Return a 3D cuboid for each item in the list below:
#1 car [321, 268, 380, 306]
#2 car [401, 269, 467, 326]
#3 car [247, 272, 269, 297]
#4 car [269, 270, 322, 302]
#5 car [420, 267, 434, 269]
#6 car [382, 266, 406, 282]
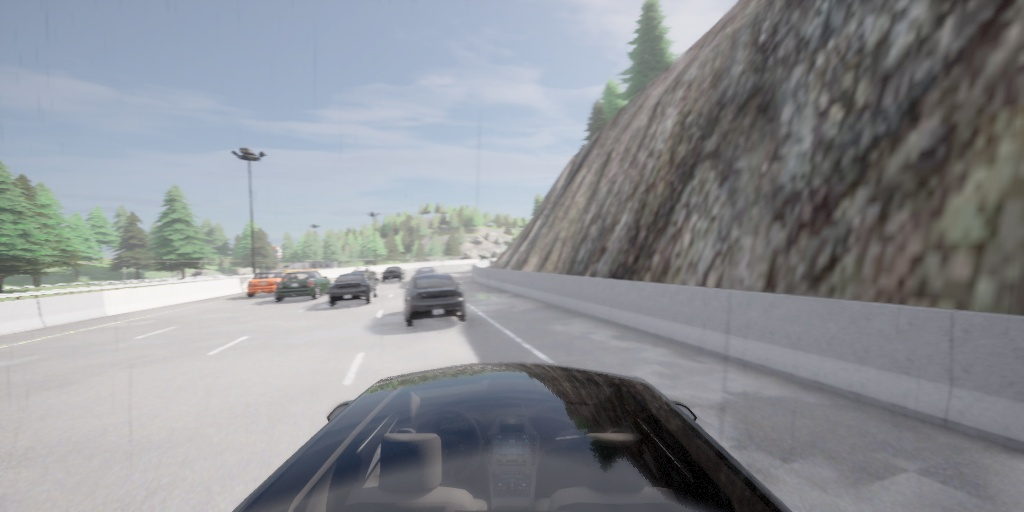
[{"bbox_3d":[-8.094,1.618,18.575,1.837,1.490,4.892,-3,0,-15],"label":"car"},{"bbox_3d":[-2.790,1.375,12.548,1.837,1.490,4.892,-3,0,-16],"label":"car"},{"bbox_3d":[-17.015,1.875,25.877,2.097,1.767,4.553,-3,0,-13],"label":"car"},{"bbox_3d":[-12.523,1.668,21.855,2.097,1.767,4.553,-3,0,-14],"label":"car"},{"bbox_3d":[-7.389,1.634,31.068,1.994,1.385,4.181,-3,0,-11],"label":"car"},{"bbox_3d":[-11.873,1.782,36.229,1.837,1.490,4.892,-3,1,-10],"label":"car"}]
